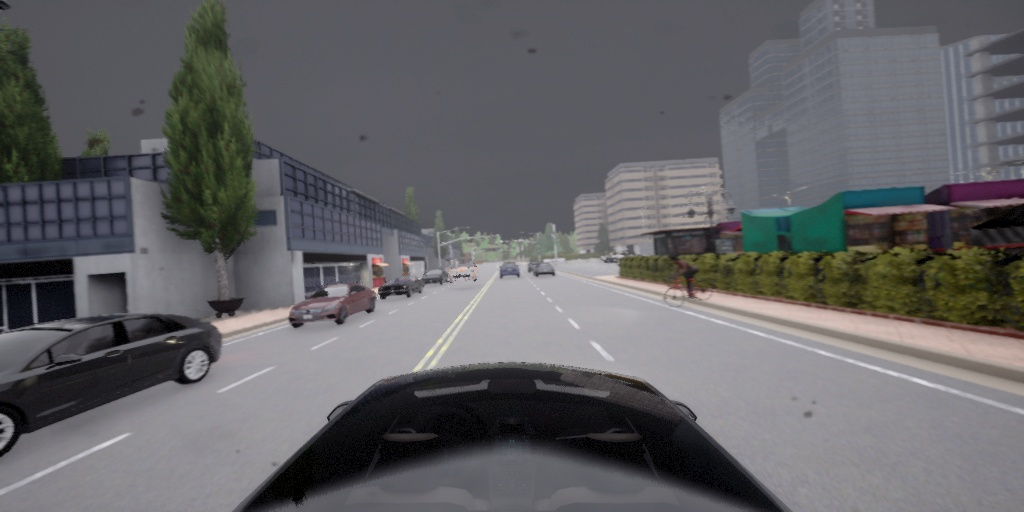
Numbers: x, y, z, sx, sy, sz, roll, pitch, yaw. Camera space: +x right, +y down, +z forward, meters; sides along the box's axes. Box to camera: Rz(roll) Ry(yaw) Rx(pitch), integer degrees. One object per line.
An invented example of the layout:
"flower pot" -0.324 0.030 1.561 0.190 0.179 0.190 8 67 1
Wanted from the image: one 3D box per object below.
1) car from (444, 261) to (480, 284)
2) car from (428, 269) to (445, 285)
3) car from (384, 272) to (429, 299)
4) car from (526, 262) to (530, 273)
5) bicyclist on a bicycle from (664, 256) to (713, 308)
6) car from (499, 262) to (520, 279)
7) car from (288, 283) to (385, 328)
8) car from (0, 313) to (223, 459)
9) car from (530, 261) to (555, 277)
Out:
"car" -3.762 1.190 28.575 2.097 1.767 4.553 -4 0 -1
"car" -7.339 2.002 34.754 1.882 1.535 5.008 -4 -1 0
"car" -7.249 2.038 23.959 1.895 1.301 4.718 -4 0 -1
"car" 3.060 1.370 47.976 2.128 1.511 4.902 -4 0 0
"bicyclist on a bicycle" 5.617 0.781 11.626 1.656 1.620 0.582 -13 0 -2
"car" -0.257 1.396 38.544 2.097 1.767 4.553 -4 0 -1
"car" -7.158 1.887 14.834 1.812 1.442 4.674 -4 0 0
"car" -7.056 1.789 5.607 1.837 1.490 4.892 -4 0 -1
"car" 3.227 1.343 36.568 1.994 1.385 4.181 -4 0 0
